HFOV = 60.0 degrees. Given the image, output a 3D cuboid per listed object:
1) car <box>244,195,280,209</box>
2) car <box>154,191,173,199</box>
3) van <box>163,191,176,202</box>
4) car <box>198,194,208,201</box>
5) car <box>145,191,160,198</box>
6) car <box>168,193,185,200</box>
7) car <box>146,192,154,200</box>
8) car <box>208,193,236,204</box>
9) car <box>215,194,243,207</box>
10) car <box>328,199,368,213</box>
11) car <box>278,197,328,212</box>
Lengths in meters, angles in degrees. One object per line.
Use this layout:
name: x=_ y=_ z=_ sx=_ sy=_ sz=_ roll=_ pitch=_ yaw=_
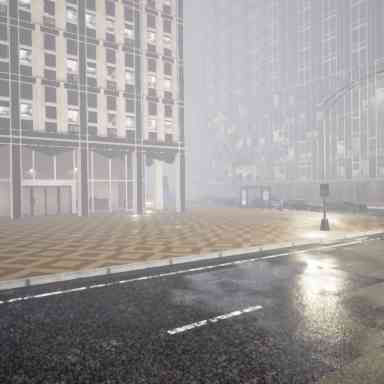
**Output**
car: x=8.815 y=1.388 z=40.855 sx=1.802 sy=1.307 sz=4.206 roll=0 pitch=1 yaw=-34
car: x=-6.714 y=0.615 z=78.448 sx=2.192 sy=1.841 sz=5.009 roll=0 pitch=1 yaw=-34
van: x=-3.965 y=0.937 z=59.651 sx=1.690 sy=1.788 sz=3.998 roll=0 pitch=1 yaw=-34
car: x=2.942 y=1.043 z=64.398 sx=1.802 sy=1.307 sz=4.206 roll=0 pitch=1 yaw=-34
car: x=-9.933 y=0.686 z=83.134 sx=1.967 sy=1.590 sz=4.097 roll=0 pitch=1 yaw=-34
car: x=-3.495 y=0.936 z=73.767 sx=1.802 sy=1.307 sz=4.206 roll=0 pitch=1 yaw=-34
car: x=-10.403 y=1.039 z=69.022 sx=2.008 sy=1.369 sz=4.403 roll=0 pitch=1 yaw=-34
car: x=4.992 y=1.266 z=51.191 sx=1.895 sy=1.301 sz=4.718 roll=-1 pitch=1 yaw=-34
car: x=5.645 y=1.319 z=45.572 sx=1.947 sy=1.339 sz=4.313 roll=0 pitch=1 yaw=-34
car: x=16.111 y=1.408 z=34.991 sx=1.994 sy=1.385 sz=4.181 roll=-1 pitch=1 yaw=-35
car: x=12.020 y=1.423 z=36.158 sx=1.947 sy=1.339 sz=4.313 roll=0 pitch=1 yaw=-34
